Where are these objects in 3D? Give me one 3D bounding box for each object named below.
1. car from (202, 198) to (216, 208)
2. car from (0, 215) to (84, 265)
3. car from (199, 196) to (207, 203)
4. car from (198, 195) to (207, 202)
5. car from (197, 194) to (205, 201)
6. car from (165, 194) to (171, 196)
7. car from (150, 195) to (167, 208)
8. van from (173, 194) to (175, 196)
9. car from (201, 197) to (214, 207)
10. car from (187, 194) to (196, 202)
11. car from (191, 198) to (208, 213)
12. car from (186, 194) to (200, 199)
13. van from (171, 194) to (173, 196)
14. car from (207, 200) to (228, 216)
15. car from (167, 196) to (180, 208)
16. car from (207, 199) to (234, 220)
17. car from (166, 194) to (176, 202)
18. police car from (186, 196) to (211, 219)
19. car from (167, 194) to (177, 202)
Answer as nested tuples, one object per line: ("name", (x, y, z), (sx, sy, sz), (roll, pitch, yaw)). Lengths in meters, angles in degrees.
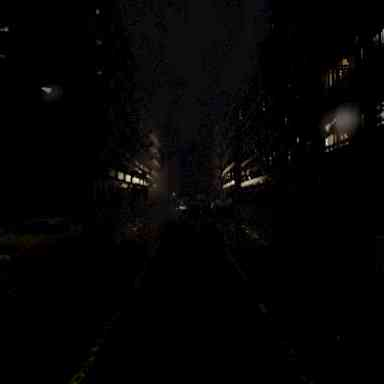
("car", (2.579, 1.636, 50.644), (1.887, 1.381, 4.507), (1, 0, 0))
("car", (-5.295, 1.533, 11.829), (1.752, 1.417, 4.829), (2, 0, 0))
("car", (2.576, 1.740, 78.298), (1.887, 1.381, 4.507), (1, 0, 0))
("car", (2.585, 1.661, 83.830), (1.967, 1.590, 4.097), (1, 0, 0))
("car", (2.545, 1.591, 94.892), (2.192, 1.841, 5.009), (1, 0, 0))
("car", (-5.295, 1.423, 56.239), (2.192, 1.841, 5.009), (2, 0, 0))
("car", (-5.300, 1.616, 50.537), (1.752, 1.417, 4.829), (2, 0, 0))
("van", (-5.299, 1.511, 72.829), (1.690, 1.788, 3.998), (1, 0, 0))
("car", (2.578, 1.659, 56.176), (2.008, 1.369, 4.403), (1, 0, 0))
("car", (-0.008, 1.463, 79.886), (2.097, 1.767, 4.553), (0, 0, 0))
("car", (0.821, 1.536, 39.192), (1.882, 1.535, 5.008), (0, 0, 0))
("car", (-0.006, 1.365, 64.941), (2.150, 2.045, 5.566), (0, 0, 0))
("van", (-5.297, 1.488, 67.297), (1.690, 1.788, 3.998), (2, 0, 0))
("car", (2.582, 1.571, 34.224), (1.752, 1.417, 4.829), (1, 0, 0))
("car", (-2.832, 1.655, 51.022), (1.994, 1.385, 4.181), (0, 0, 0))
("car", (2.582, 1.579, 28.522), (1.887, 1.381, 4.507), (1, 0, 0))
("car", (-5.300, 1.536, 83.890), (2.192, 1.841, 5.009), (1, 0, 0))
("police car", (0.706, 1.460, 29.297), (1.930, 1.638, 5.238), (0, 0, 0))
("car", (-5.300, 1.563, 89.420), (2.192, 1.841, 5.009), (1, 0, 0))
